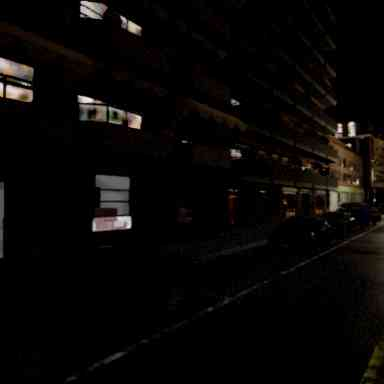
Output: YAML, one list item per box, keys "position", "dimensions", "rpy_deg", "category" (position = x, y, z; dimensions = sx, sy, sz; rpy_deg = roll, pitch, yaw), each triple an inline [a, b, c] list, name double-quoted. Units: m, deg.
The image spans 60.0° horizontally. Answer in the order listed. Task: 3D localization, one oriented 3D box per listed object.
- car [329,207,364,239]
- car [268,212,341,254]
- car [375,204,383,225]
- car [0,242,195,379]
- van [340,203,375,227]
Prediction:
- position: [8.266, 1.816, 19.224]
  dimensions: [2.008, 1.369, 4.403]
  rpy_deg: [0, -1, 37]
  category: "car"
- position: [4.929, 1.783, 14.765]
  dimensions: [1.947, 1.339, 4.313]
  rpy_deg: [0, -1, 37]
  category: "car"
- position: [14.839, 1.886, 28.006]
  dimensions: [1.752, 1.417, 4.829]
  rpy_deg: [0, -1, 37]
  category: "car"
- position: [-1.745, 1.666, 5.847]
  dimensions: [1.887, 1.381, 4.507]
  rpy_deg: [0, -1, 37]
  category: "car"
- position: [11.605, 1.655, 23.685]
  dimensions: [1.690, 1.788, 3.998]
  rpy_deg: [0, -1, 37]
  category: "van"
